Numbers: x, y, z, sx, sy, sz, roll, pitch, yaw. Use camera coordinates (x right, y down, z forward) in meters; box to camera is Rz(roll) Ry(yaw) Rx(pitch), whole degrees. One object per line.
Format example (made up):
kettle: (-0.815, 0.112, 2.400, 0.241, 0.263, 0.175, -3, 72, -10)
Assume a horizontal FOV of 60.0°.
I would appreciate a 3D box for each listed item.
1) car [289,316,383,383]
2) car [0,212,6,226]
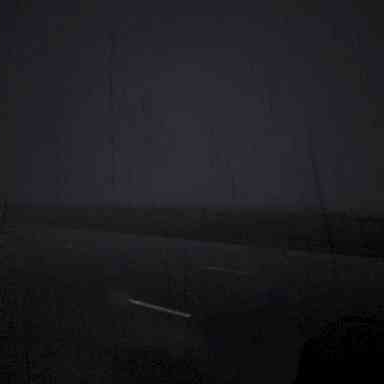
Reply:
car: (2.968, 1.592, 1.876, 4.718, 1.301, 1.895, 0, 0, 36)
car: (-14.798, 1.674, 23.132, 4.181, 1.385, 1.994, 0, 0, 35)
